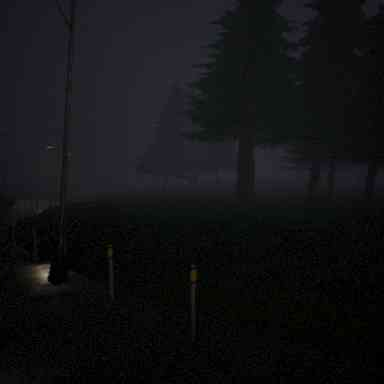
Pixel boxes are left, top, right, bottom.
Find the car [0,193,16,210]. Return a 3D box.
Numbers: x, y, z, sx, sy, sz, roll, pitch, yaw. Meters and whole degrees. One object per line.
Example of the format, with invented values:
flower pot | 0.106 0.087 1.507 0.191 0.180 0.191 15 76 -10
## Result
car | -20.852 0.889 35.947 2.097 1.767 4.553 4 1 -7
